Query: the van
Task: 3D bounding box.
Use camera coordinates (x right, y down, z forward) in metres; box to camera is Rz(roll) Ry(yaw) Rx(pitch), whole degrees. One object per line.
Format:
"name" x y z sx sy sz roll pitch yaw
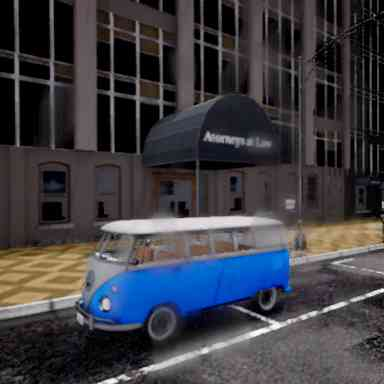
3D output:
"van" 0.058 1.373 6.154 3.998 1.788 1.690 1 -1 -35
